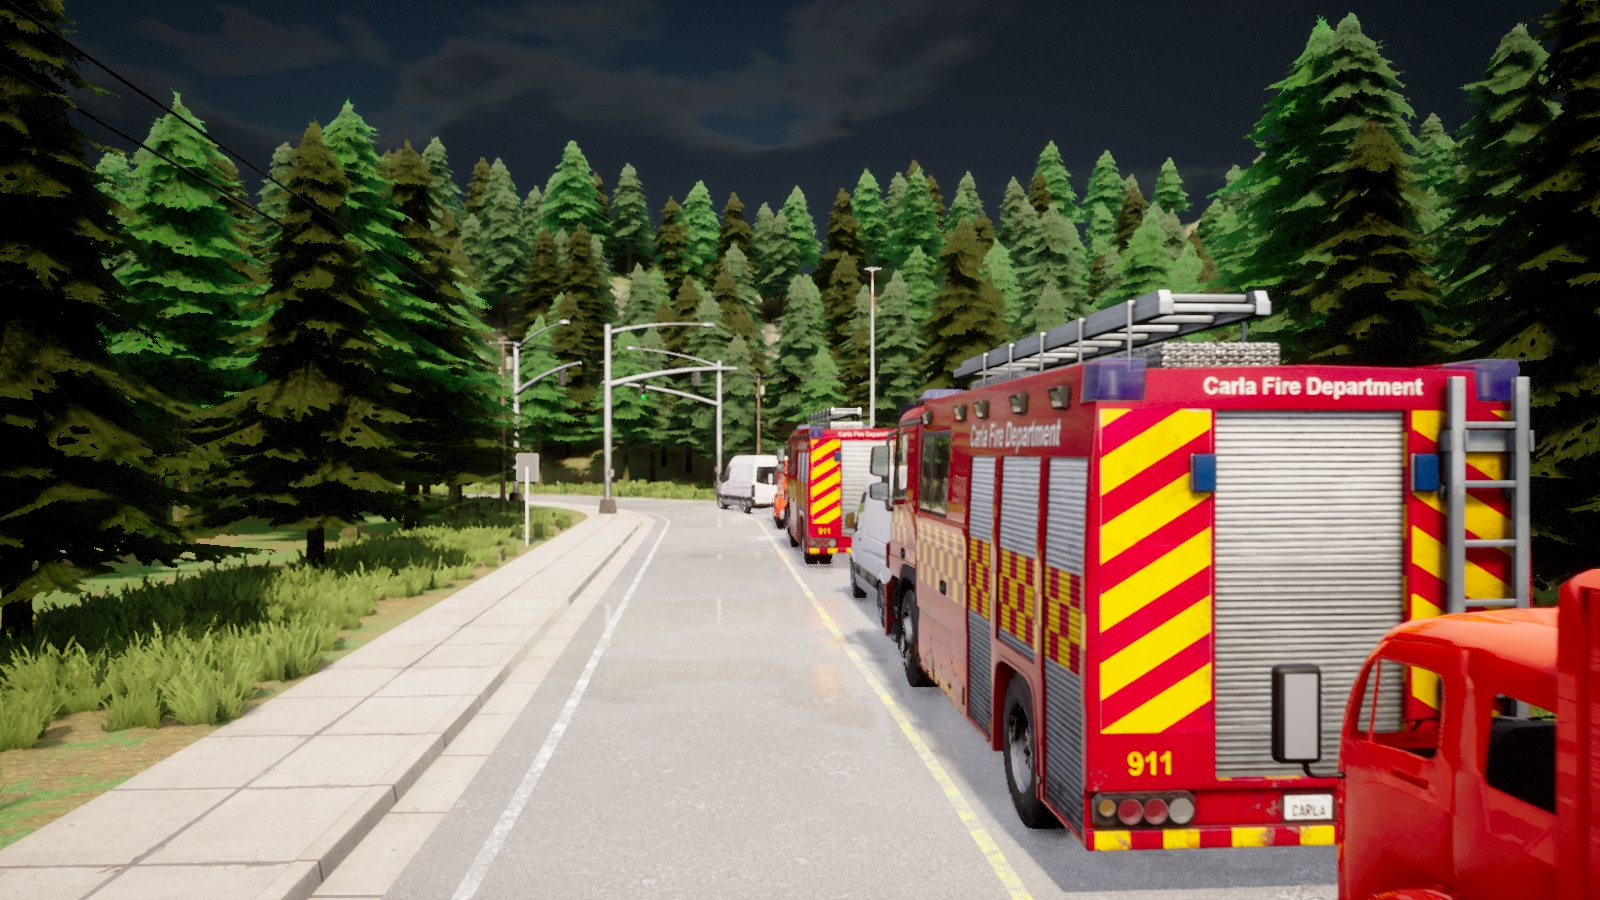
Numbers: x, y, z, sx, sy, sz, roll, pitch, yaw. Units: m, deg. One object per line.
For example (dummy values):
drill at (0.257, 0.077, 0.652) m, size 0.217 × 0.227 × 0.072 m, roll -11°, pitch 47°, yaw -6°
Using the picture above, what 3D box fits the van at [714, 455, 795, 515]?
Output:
van at (-2.167, 1.513, 52.322) m, size 1.988 × 2.561 × 5.915 m, roll 1°, pitch 0°, yaw -20°

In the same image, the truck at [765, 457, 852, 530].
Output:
truck at (0.214, 1.552, 42.560) m, size 2.627 × 2.467 × 5.204 m, roll 0°, pitch 1°, yaw -6°

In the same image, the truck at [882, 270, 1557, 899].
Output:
truck at (2.833, 0.859, 11.036) m, size 2.891 × 3.827 × 8.468 m, roll 0°, pitch 0°, yaw -4°

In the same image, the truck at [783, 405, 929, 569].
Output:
truck at (1.261, 0.866, 30.977) m, size 2.891 × 3.827 × 8.468 m, roll 0°, pitch 0°, yaw -5°

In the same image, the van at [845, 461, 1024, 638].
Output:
van at (2.124, 1.510, 19.982) m, size 1.988 × 2.561 × 5.915 m, roll 0°, pitch 0°, yaw -5°

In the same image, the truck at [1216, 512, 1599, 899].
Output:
truck at (3.389, 1.537, 2.775) m, size 2.627 × 2.467 × 5.204 m, roll 0°, pitch 0°, yaw -3°
